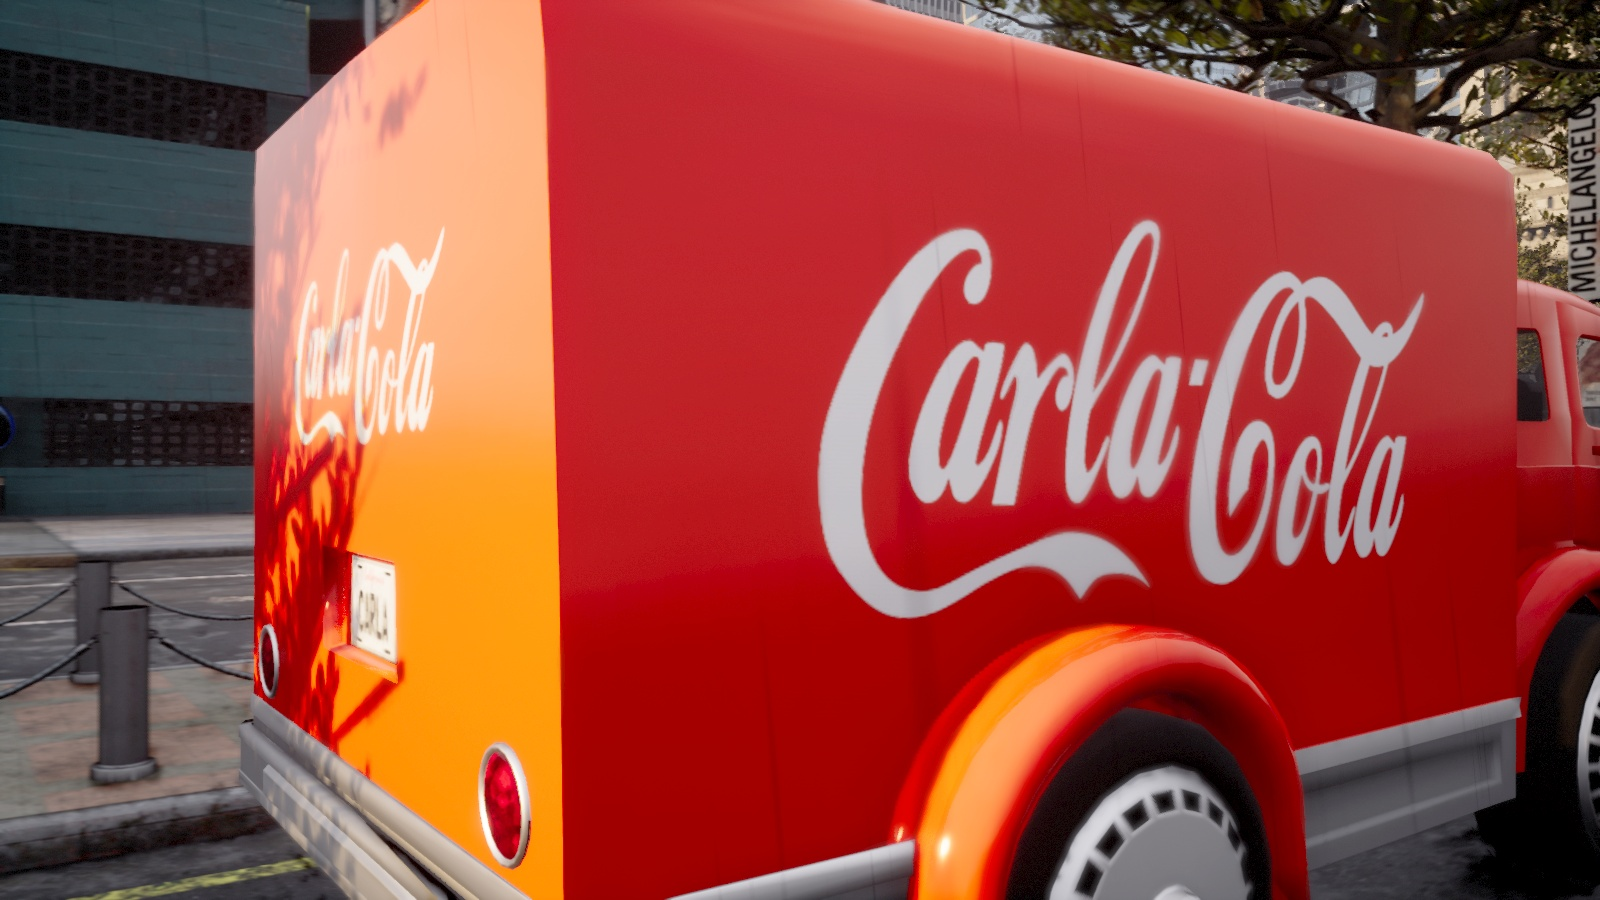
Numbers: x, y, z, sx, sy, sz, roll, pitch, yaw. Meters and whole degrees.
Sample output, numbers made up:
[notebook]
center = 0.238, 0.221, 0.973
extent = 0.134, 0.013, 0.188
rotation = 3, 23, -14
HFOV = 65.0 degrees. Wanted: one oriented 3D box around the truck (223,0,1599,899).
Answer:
[truck]
center = 1.056, 0.266, 4.395
extent = 5.204, 2.467, 2.627
rotation = 0, 0, -35
